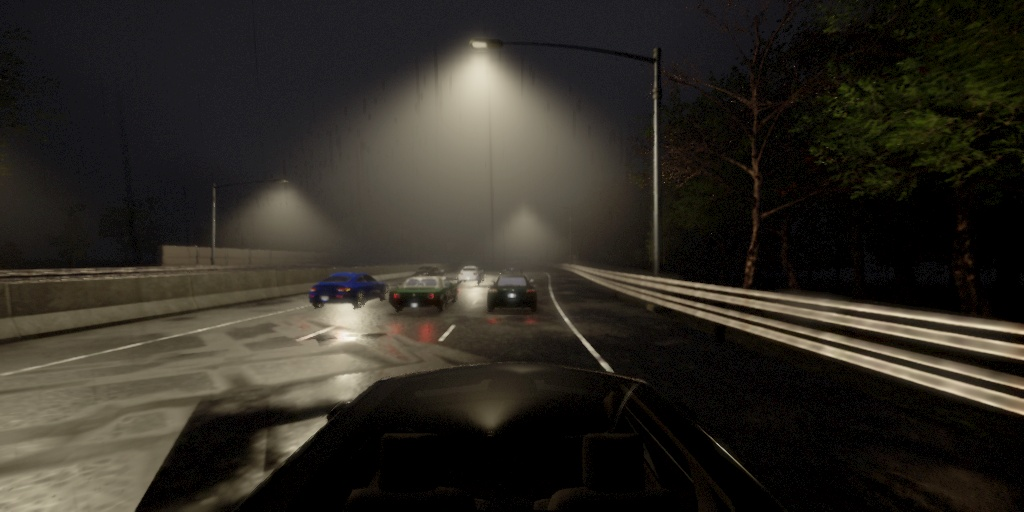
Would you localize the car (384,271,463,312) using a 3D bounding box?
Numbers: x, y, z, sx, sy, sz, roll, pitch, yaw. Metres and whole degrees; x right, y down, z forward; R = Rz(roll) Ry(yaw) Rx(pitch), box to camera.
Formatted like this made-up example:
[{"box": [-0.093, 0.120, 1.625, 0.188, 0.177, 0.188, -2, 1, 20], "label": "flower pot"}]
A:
[{"box": [-3.483, 1.499, 15.081, 1.895, 1.301, 4.718, 0, -1, 1], "label": "car"}]

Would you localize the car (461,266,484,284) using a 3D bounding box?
[{"box": [-3.475, 1.604, 30.738, 1.812, 1.442, 4.674, 0, 0, 1], "label": "car"}]

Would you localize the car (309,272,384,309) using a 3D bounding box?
[{"box": [-6.975, 1.430, 15.730, 1.812, 1.442, 4.674, 0, 0, 1], "label": "car"}]

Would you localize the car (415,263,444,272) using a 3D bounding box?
[{"box": [-6.980, 1.581, 30.337, 1.837, 1.490, 4.892, 0, 0, 1], "label": "car"}]

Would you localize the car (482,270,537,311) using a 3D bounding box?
[{"box": [0.021, 1.465, 15.343, 1.994, 1.385, 4.181, 0, -1, 1], "label": "car"}]

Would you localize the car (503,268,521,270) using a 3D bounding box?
[{"box": [0.015, 1.672, 30.082, 1.895, 1.301, 4.718, 0, -1, 0], "label": "car"}]
